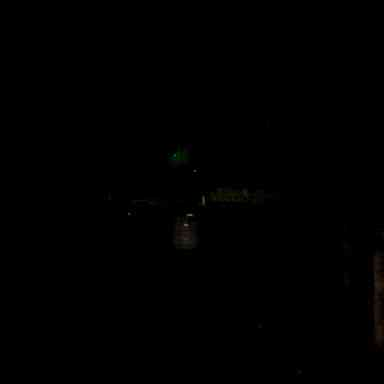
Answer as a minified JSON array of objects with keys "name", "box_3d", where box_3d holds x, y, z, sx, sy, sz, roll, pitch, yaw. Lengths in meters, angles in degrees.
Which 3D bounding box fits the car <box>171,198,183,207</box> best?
[{"name":"car","box_3d":[-2.634,1.780,58.856,1.882,1.535,5.008,0,0,0]}]

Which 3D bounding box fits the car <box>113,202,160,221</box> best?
[{"name":"car","box_3d":[-4.614,1.634,28.441,1.882,1.535,5.008,2,1,27]}]
